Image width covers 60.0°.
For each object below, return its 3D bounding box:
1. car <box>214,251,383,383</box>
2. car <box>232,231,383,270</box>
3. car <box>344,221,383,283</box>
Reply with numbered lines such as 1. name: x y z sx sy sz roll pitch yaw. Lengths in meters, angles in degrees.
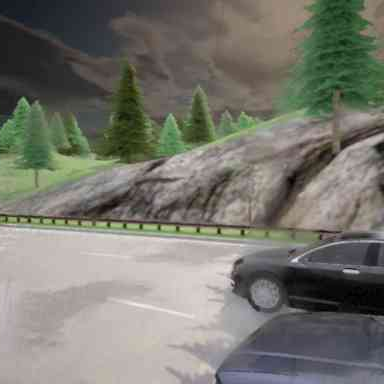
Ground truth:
1. car: 2.728 1.523 2.014 5.357 1.411 2.033 0 0 35
2. car: 3.027 1.461 5.900 4.892 1.490 1.837 0 0 35
3. car: 6.365 1.532 7.892 4.718 1.301 1.895 0 0 35
